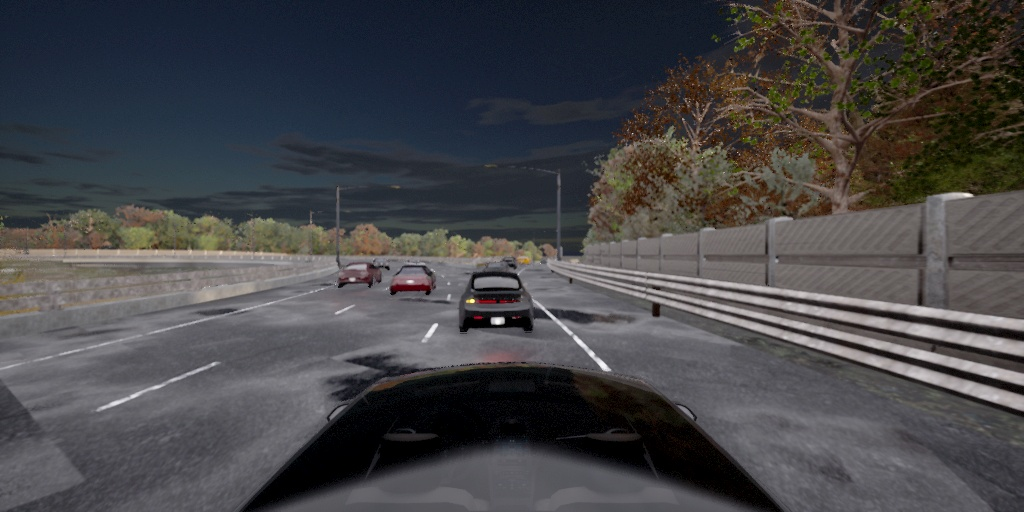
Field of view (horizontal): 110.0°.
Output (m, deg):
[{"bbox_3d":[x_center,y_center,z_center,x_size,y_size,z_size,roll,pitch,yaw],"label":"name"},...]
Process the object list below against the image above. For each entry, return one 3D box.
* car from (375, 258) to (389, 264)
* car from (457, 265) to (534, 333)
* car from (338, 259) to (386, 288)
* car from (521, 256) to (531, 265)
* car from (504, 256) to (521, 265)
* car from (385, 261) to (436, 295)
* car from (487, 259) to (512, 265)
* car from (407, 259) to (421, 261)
[{"bbox_3d":[-15.814,0.926,43.031,2.033,1.411,5.357,0,1,-23],"label":"car"},{"bbox_3d":[-0.526,1.176,10.437,1.837,1.490,4.892,0,1,-5],"label":"car"},{"bbox_3d":[-9.209,1.094,21.920,1.812,1.442,4.674,0,1,-11],"label":"car"},{"bbox_3d":[2.002,0.703,59.371,1.882,1.535,5.008,0,1,10],"label":"car"},{"bbox_3d":[-0.243,0.867,44.361,1.837,1.490,4.892,0,1,5],"label":"car"},{"bbox_3d":[-5.087,1.160,18.777,1.994,1.385,4.181,0,1,-9],"label":"car"},{"bbox_3d":[-1.129,1.112,28.004,1.895,1.301,4.718,0,1,0],"label":"car"},{"bbox_3d":[-11.338,0.995,41.241,1.895,1.301,4.718,0,1,-22],"label":"car"}]
